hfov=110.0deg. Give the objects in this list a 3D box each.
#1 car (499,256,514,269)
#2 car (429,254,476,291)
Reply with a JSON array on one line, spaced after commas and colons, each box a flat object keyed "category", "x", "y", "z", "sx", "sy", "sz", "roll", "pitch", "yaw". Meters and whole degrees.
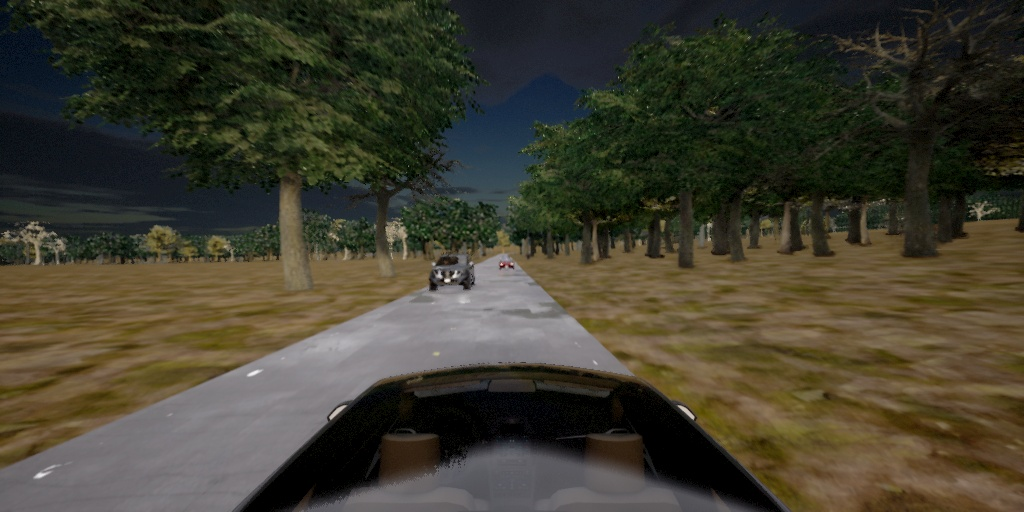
[{"category": "car", "x": -0.675, "y": 0.957, "z": 45.008, "sx": 1.895, "sy": 1.301, "sz": 4.718, "roll": -1, "pitch": 1, "yaw": -1}, {"category": "car", "x": -3.431, "y": 0.896, "z": 21.467, "sx": 2.150, "sy": 2.045, "sz": 5.566, "roll": -1, "pitch": 0, "yaw": -1}]
